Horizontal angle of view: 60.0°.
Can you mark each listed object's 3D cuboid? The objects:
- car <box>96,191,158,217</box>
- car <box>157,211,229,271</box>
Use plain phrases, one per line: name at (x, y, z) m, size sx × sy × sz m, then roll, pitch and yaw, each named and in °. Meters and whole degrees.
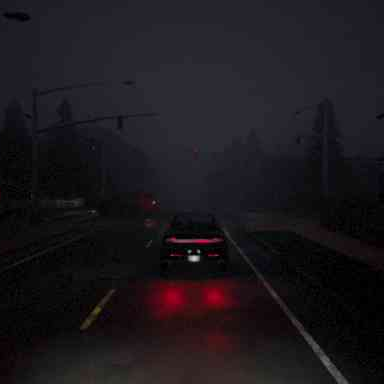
car at (-5.490, 0.960, 28.121) m, size 5.566 × 2.045 × 2.150 m, roll 0°, pitch -1°, yaw 27°
car at (0.069, 1.390, 10.536) m, size 2.128 × 1.511 × 4.902 m, roll 0°, pitch 0°, yaw 0°
